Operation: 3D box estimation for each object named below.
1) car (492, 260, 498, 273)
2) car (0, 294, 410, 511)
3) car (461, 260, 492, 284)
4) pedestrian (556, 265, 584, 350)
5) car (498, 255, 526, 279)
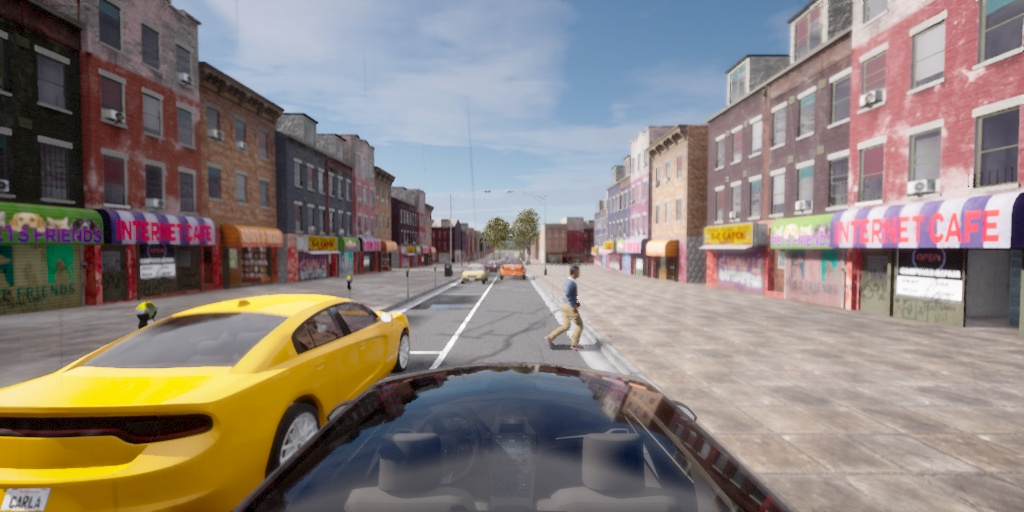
[{"bbox_3d":[-2.639,1.139,42.549,1.967,1.591,4.097,0,0,0],"label":"car"},{"bbox_3d":[-2.751,1.216,4.506,1.882,1.535,5.008,0,0,0],"label":"car"},{"bbox_3d":[-2.639,1.212,26.039,1.751,1.417,4.829,0,0,0],"label":"car"},{"bbox_3d":[1.218,1.020,7.487,0.375,1.860,0.375,1,2,0],"label":"pedestrian"},{"bbox_3d":[0.093,1.039,31.364,2.097,1.767,4.553,0,0,0],"label":"car"}]
